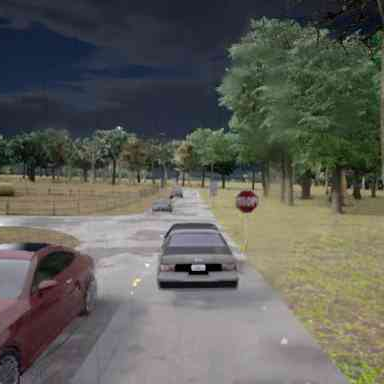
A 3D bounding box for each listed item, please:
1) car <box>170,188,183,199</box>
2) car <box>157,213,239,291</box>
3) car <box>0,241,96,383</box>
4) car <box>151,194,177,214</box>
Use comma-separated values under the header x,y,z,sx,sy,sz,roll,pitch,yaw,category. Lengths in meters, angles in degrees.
x,y,z,sx,sy,sz,roll,pitch,yaw,category
-2.767,0.213,61.084,2.150,2.045,5.566,0,2,0,car
0.046,1.561,9.185,2.033,1.411,5.357,0,0,-2,car
-2.751,1.537,4.827,1.812,1.442,4.674,0,0,0,car
-2.760,1.283,32.241,1.837,1.490,4.892,0,2,0,car
